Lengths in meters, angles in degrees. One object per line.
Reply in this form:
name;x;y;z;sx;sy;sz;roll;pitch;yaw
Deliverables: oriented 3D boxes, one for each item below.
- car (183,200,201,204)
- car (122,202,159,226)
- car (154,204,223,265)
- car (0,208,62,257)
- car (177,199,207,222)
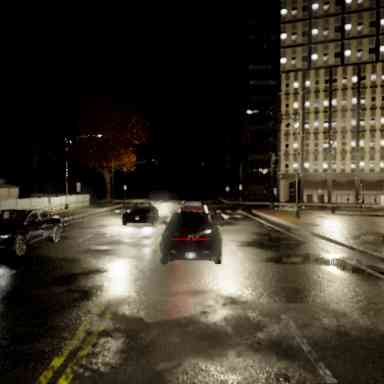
car;0.087;1.349;16.116;2.128;1.511;4.902;0;0;0
car;-3.247;1.376;21.687;1.994;1.385;4.181;0;0;0
car;-0.026;1.404;11.292;1.837;1.490;4.892;0;1;0
car;-6.570;1.380;12.515;2.128;1.511;4.902;0;0;0
car;0.012;1.330;25.144;2.033;1.411;5.357;0;0;0
